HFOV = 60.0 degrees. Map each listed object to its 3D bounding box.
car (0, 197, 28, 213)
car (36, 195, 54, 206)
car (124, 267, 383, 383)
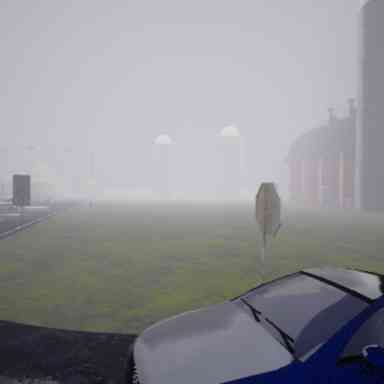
[{"bbox_3d":[-17.668,1.236,32.911,1.837,1.490,4.892,1,0,-14],"label":"car"},{"bbox_3d":[-21.328,1.170,48.312,2.128,1.511,4.902,1,0,-14],"label":"car"},{"bbox_3d":[1.439,1.533,3.253,4.181,1.385,1.994,0,1,-16],"label":"car"}]
